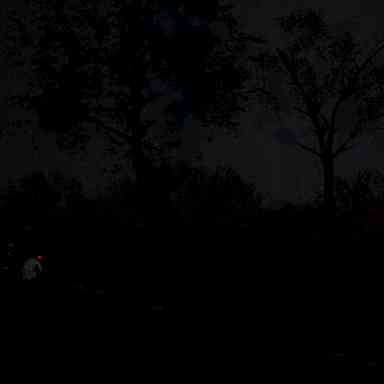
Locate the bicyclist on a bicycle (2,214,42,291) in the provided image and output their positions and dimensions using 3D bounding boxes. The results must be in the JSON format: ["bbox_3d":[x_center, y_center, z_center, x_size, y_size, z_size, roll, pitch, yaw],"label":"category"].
[{"bbox_3d":[-4.144,1.407,8.013,1.843,1.776,0.659,0,0,35],"label":"bicyclist on a bicycle"}]
